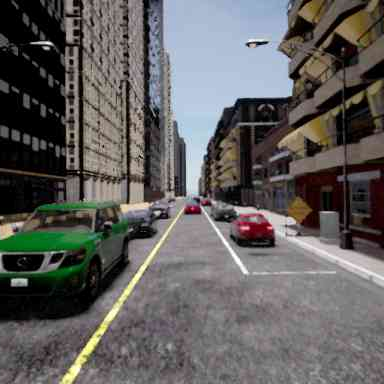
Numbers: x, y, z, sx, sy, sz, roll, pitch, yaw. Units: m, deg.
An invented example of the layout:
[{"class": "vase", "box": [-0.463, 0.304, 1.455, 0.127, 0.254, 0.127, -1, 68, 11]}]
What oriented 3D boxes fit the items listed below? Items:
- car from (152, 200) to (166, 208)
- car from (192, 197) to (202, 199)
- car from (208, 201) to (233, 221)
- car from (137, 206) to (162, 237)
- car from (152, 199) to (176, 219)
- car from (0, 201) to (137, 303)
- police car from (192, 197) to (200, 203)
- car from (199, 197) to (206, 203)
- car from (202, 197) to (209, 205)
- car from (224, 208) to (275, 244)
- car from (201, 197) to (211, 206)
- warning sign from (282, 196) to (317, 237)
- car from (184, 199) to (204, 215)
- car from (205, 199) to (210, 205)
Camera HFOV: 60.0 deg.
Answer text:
[{"class": "car", "box": [-5.568, 2.012, 56.944, 2.008, 1.369, 4.403, -1, 0, 0]}, {"class": "car", "box": [0.109, 1.901, 49.019, 1.994, 1.385, 4.181, -1, 0, 0]}, {"class": "car", "box": [2.746, 1.704, 28.684, 2.008, 1.369, 4.403, -1, 0, 0]}, {"class": "car", "box": [-3.064, 1.706, 18.618, 1.994, 1.385, 4.181, -1, 0, 0]}, {"class": "car", "box": [-3.020, 1.728, 31.530, 2.128, 1.511, 4.902, -1, 0, 1]}, {"class": "car", "box": [-3.095, 1.291, 8.735, 2.150, 2.045, 5.566, -1, 0, 0]}, {"class": "police car", "box": [1.088, 2.046, 85.994, 1.930, 1.638, 5.238, -1, 0, 0]}, {"class": "car", "box": [2.892, 2.167, 90.986, 1.752, 1.417, 4.829, -1, 0, 0]}, {"class": "car", "box": [2.826, 1.995, 62.574, 1.802, 1.307, 4.206, -1, 0, 0]}, {"class": "car", "box": [2.766, 1.639, 15.767, 1.802, 1.307, 4.206, -1, 0, 0]}, {"class": "car", "box": [2.837, 1.898, 68.224, 1.967, 1.590, 4.097, -1, 0, 0]}, {"class": "warning sign", "box": [5.085, 1.147, 15.880, 1.300, 1.860, 1.060, -1, -1, 0]}, {"class": "car", "box": [0.079, 1.819, 38.345, 1.994, 1.385, 4.181, -1, 0, 0]}, {"class": "car", "box": [2.760, 1.746, 34.332, 2.008, 1.369, 4.403, -1, 0, 0]}]
